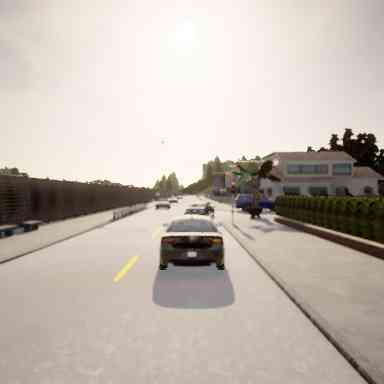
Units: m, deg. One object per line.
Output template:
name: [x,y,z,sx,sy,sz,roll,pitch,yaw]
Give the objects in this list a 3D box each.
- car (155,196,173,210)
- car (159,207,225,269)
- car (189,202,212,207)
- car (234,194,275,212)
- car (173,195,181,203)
car: [-3.926,1.617,45.361,1.812,1.442,4.674,0,0,-3]
car: [-0.001,1.500,11.239,1.882,1.535,5.008,0,0,0]
car: [0.779,1.607,29.193,2.033,1.411,5.357,0,0,13]
car: [7.787,1.253,39.295,5.566,2.045,2.150,-1,3,2]
car: [-4.003,1.686,72.691,2.033,1.411,5.357,0,0,0]
